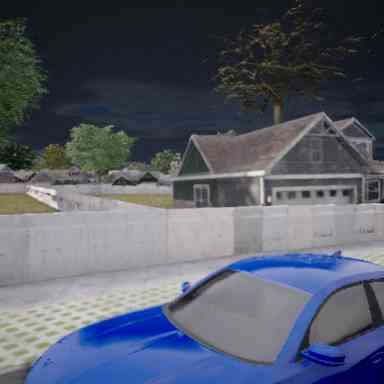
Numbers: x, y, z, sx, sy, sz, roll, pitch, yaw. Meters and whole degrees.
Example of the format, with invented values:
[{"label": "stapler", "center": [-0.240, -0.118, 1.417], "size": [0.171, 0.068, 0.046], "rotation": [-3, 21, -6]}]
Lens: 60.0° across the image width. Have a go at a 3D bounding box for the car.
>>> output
[{"label": "car", "center": [1.006, 1.459, 3.474], "size": [5.008, 1.535, 1.882], "rotation": [0, 0, -32]}]
